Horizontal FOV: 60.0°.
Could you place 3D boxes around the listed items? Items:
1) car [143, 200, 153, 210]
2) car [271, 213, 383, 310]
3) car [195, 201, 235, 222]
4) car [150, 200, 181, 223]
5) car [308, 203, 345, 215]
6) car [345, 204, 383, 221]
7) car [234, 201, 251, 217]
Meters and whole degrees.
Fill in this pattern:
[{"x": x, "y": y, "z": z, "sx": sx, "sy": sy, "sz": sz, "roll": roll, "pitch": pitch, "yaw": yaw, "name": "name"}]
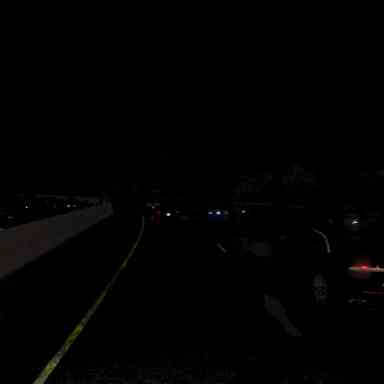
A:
[{"x": -5.225, "y": 1.630, "z": 42.525, "sx": 1.895, "sy": 1.301, "sz": 4.718, "roll": 0, "pitch": 0, "yaw": -13, "name": "car"}, {"x": 3.298, "y": 1.491, "z": 7.811, "sx": 2.128, "sy": 1.511, "sz": 4.902, "roll": 0, "pitch": 0, "yaw": -3, "name": "car"}, {"x": 1.515, "y": 1.559, "z": 26.356, "sx": 2.033, "sy": 1.411, "sz": 5.357, "roll": 0, "pitch": 0, "yaw": -8, "name": "car"}, {"x": -1.982, "y": 1.580, "z": 25.857, "sx": 1.994, "sy": 1.385, "sz": 4.181, "roll": 0, "pitch": 0, "yaw": -8, "name": "car"}, {"x": 9.164, "y": 1.502, "z": 21.621, "sx": 1.837, "sy": 1.490, "sz": 4.892, "roll": 0, "pitch": 0, "yaw": -6, "name": "car"}, {"x": 6.753, "y": 1.216, "z": 9.102, "sx": 2.150, "sy": 2.045, "sz": 5.566, "roll": 0, "pitch": 0, "yaw": -3, "name": "car"}, {"x": 4.160, "y": 1.536, "z": 31.703, "sx": 1.812, "sy": 1.442, "sz": 4.674, "roll": 0, "pitch": 0, "yaw": -10, "name": "car"}]
